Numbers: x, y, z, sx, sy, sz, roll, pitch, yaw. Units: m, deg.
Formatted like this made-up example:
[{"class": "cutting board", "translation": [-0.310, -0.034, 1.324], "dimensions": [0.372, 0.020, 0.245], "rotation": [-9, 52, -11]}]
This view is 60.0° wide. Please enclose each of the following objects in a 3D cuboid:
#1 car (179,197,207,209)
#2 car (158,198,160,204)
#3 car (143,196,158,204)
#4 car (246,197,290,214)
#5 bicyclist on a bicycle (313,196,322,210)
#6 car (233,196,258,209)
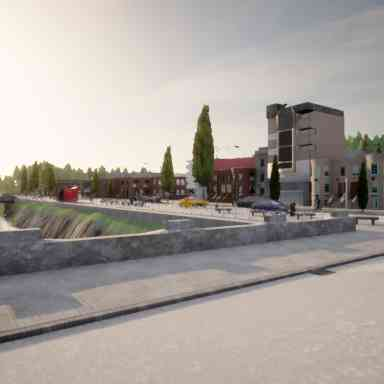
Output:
[{"class": "car", "translation": [0.150, 1.478, 46.102], "dimensions": [1.882, 1.535, 5.008], "rotation": [0, 1, -35]}, {"class": "car", "translation": [-7.895, 1.525, 64.643], "dimensions": [1.812, 1.442, 4.674], "rotation": [0, 0, -35]}, {"class": "car", "translation": [-8.685, 1.155, 58.696], "dimensions": [2.033, 1.411, 5.357], "rotation": [0, 0, -35]}, {"class": "car", "translation": [8.254, 1.526, 34.717], "dimensions": [1.812, 1.442, 4.674], "rotation": [0, 0, -36]}, {"class": "bicyclist on a bicycle", "translation": [14.992, 1.349, 39.699], "dimensions": [1.656, 1.620, 0.582], "rotation": [0, 0, -35]}, {"class": "car", "translation": [7.430, 1.352, 43.097], "dimensions": [2.097, 1.767, 4.553], "rotation": [0, 0, -35]}]
